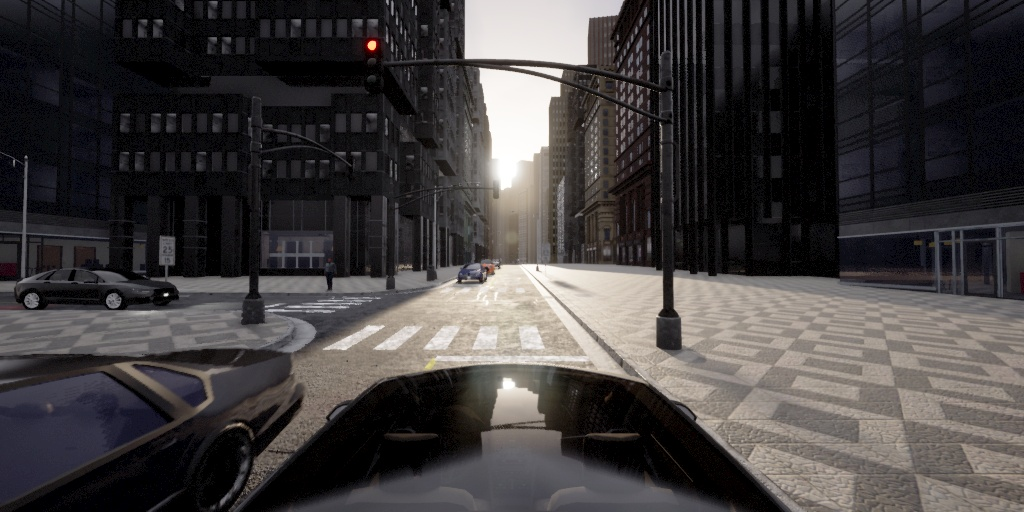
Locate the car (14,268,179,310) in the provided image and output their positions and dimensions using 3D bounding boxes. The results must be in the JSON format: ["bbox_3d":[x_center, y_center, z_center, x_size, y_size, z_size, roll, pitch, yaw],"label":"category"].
[{"bbox_3d":[-15.342,1.191,13.401,4.892,1.490,1.837,0,-1,0],"label":"car"}]

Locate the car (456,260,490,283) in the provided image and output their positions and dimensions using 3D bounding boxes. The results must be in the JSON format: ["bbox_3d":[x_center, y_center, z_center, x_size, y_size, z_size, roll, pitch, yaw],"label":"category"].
[{"bbox_3d":[-3.043,1.289,28.264,1.812,1.442,4.674,0,0,2],"label":"car"}]

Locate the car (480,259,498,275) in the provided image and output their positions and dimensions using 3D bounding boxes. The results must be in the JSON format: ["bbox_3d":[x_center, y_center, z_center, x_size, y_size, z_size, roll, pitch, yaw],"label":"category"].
[{"bbox_3d":[-3.013,1.144,39.643,2.097,1.767,4.553,0,0,0],"label":"car"}]

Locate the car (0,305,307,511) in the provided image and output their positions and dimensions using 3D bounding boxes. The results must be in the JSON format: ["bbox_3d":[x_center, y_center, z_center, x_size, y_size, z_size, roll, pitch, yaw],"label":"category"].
[{"bbox_3d":[-3.101,1.297,1.432,2.033,1.411,5.357,0,0,0],"label":"car"}]

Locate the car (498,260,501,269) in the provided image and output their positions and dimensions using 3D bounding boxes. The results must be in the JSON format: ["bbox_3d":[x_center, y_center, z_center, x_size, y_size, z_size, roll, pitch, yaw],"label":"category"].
[{"bbox_3d":[-2.896,1.365,60.409,2.128,1.511,4.902,0,0,1],"label":"car"}]

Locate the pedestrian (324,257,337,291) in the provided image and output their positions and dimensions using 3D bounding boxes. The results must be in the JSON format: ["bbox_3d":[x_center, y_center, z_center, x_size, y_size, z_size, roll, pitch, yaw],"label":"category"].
[{"bbox_3d":[-9.967,0.974,19.623,0.375,1.860,0.375,0,-1,0],"label":"pedestrian"}]
